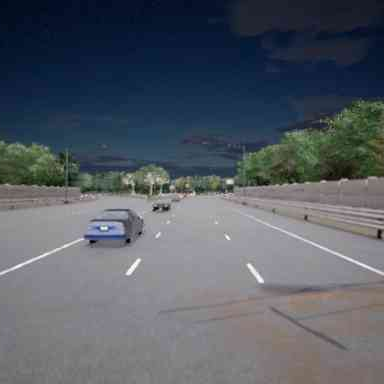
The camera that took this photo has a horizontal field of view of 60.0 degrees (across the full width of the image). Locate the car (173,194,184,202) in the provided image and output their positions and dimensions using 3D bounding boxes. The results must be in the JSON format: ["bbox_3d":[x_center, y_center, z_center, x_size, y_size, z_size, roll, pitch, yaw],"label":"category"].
[{"bbox_3d":[-3.497,1.496,72.682,2.033,1.411,5.357,0,0,0],"label":"car"}]

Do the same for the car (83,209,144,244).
[{"bbox_3d":[-3.499,1.504,15.749,2.033,1.411,5.357,0,0,0],"label":"car"}]

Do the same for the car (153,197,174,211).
[{"bbox_3d":[-3.498,1.578,39.564,1.895,1.301,4.718,0,0,0],"label":"car"}]
